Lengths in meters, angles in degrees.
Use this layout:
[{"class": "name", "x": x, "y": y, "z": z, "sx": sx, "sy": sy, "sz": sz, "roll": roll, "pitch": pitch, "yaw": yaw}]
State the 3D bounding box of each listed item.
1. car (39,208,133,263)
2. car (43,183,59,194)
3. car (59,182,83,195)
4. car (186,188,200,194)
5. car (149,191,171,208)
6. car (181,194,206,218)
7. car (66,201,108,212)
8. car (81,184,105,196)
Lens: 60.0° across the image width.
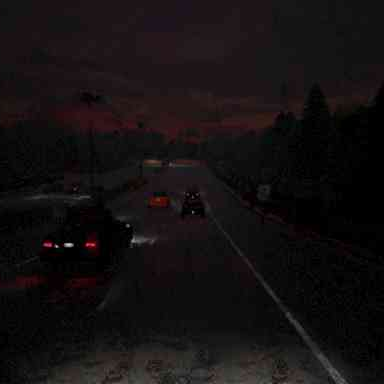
[{"class": "car", "x": -3.400, "y": 1.508, "z": 11.686, "sx": 2.033, "sy": 1.411, "sz": 5.357, "roll": 0, "pitch": 0, "yaw": 0}, {"class": "car", "x": -21.058, "y": -0.621, "z": 50.756, "sx": 2.128, "sy": 1.511, "sz": 4.902, "roll": 0, "pitch": 7, "yaw": 0}, {"class": "car", "x": -17.566, "y": -0.650, "z": 49.829, "sx": 2.097, "sy": 1.767, "sz": 4.553, "roll": 0, "pitch": 7, "yaw": 0}, {"class": "car", "x": 0.098, "y": 0.124, "z": 45.203, "sx": 1.895, "sy": 1.301, "sz": 4.718, "roll": 0, "pitch": 6, "yaw": 0}, {"class": "car", "x": -3.402, "y": 0.688, "z": 35.829, "sx": 2.097, "sy": 1.767, "sz": 4.553, "roll": 0, "pitch": 4, "yaw": 0}, {"class": "car", "x": 0.094, "y": 1.249, "z": 27.659, "sx": 2.128, "sy": 1.511, "sz": 4.902, "roll": 0, "pitch": 2, "yaw": 0}, {"class": "car", "x": -6.901, "y": 1.376, "z": 22.542, "sx": 1.882, "sy": 1.535, "sz": 5.008, "roll": 0, "pitch": 1, "yaw": 0}, {"class": "car", "x": -14.073, "y": -0.269, "z": 48.403, "sx": 1.994, "sy": 1.385, "sz": 4.181, "roll": 0, "pitch": 7, "yaw": 0}]
